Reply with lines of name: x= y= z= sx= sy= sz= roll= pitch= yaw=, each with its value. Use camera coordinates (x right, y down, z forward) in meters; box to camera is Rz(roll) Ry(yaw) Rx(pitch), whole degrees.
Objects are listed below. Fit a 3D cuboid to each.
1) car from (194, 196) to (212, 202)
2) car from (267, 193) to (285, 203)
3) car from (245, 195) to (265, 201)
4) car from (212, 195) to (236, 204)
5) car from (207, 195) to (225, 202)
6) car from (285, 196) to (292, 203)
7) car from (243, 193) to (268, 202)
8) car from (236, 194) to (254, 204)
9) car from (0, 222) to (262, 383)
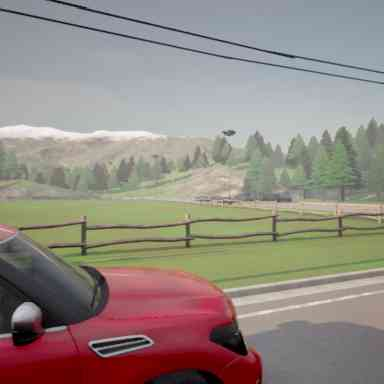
car: x=2.203 y=1.487 z=74.257 sx=2.033 sy=1.411 sz=5.357 roll=0 pitch=0 yaw=-24
car: x=16.033 y=1.222 z=68.825 sx=2.150 sy=2.045 sz=5.566 roll=0 pitch=0 yaw=-24
car: x=15.034 y=1.480 z=79.859 sx=2.033 sy=1.411 sz=5.357 roll=0 pitch=0 yaw=-24
car: x=6.262 y=1.563 z=65.089 sx=1.994 sy=1.385 sz=4.181 roll=0 pitch=0 yaw=-23
car: x=5.411 y=1.487 z=75.658 sx=2.033 sy=1.411 sz=5.357 roll=0 pitch=0 yaw=-24
car: x=19.110 y=1.497 z=70.524 sx=1.837 sy=1.490 sz=4.892 roll=0 pitch=0 yaw=-24
car: x=12.697 y=1.489 z=67.719 sx=2.128 sy=1.511 sz=4.902 roll=0 pitch=0 yaw=-24
car: x=9.579 y=1.546 z=66.224 sx=2.033 sy=1.411 sz=5.357 roll=0 pitch=0 yaw=-23
car: x=-2.158 y=1.222 z=2.625 sx=5.566 sy=2.045 sz=2.150 roll=0 pitch=0 yaw=-24
